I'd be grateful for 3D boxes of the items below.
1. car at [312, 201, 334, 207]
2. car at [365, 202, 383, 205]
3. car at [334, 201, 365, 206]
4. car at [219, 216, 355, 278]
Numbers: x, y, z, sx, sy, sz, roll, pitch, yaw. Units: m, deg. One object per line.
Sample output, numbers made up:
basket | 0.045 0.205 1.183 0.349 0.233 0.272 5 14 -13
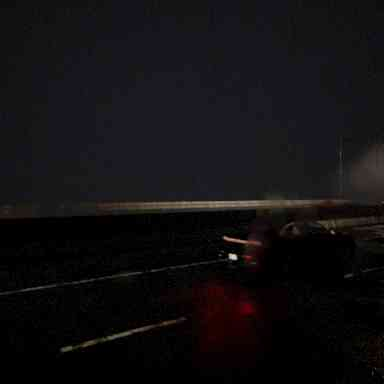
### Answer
car | 17.003 1.724 41.282 4.718 1.301 1.895 0 0 -34
car | 20.900 1.720 35.468 4.718 1.301 1.895 0 0 -34
car | 18.813 1.685 38.283 4.181 1.385 1.994 0 0 -34
car | 3.063 1.510 10.203 4.902 1.511 2.128 0 0 -35
